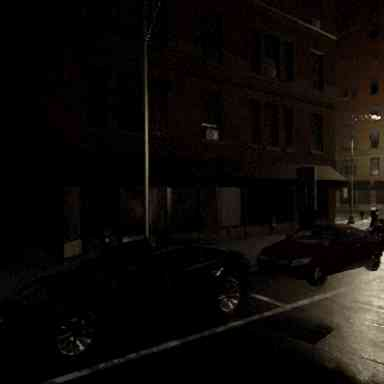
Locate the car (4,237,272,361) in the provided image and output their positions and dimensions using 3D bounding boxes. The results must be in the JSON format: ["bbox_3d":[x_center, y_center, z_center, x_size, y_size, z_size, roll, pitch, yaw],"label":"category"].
[{"bbox_3d":[-0.844,1.555,5.933,4.313,1.339,1.947,0,0,-36],"label":"car"}]

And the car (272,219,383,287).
[{"bbox_3d":[3.635,1.547,9.128,4.206,1.307,1.802,0,0,-35],"label":"car"}]
